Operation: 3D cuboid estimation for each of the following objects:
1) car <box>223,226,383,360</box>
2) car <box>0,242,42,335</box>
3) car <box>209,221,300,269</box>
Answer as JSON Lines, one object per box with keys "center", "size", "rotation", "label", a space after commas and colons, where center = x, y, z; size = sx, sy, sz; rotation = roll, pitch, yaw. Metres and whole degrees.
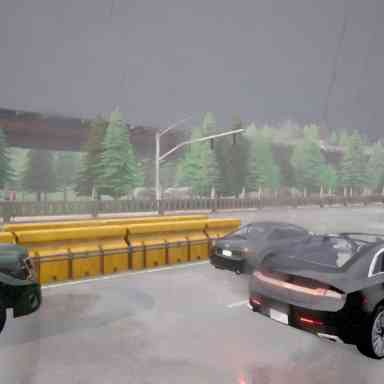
{"center": [3.157, 1.492, 5.985], "size": [4.902, 1.511, 2.128], "rotation": [0, 0, -36], "label": "car"}
{"center": [-5.079, 1.221, 4.429], "size": [5.566, 2.045, 2.150], "rotation": [0, 0, -35], "label": "car"}
{"center": [2.547, 1.564, 9.846], "size": [4.181, 1.385, 1.994], "rotation": [0, 0, -36], "label": "car"}
